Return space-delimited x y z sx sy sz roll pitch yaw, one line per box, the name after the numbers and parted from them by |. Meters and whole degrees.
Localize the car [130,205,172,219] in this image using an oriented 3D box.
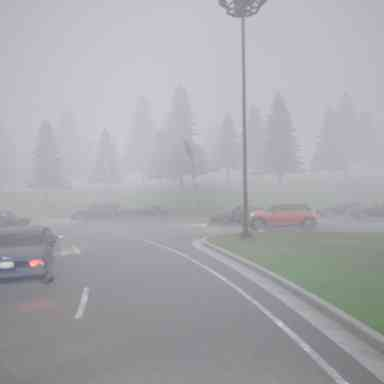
-4.422 1.948 32.527 4.718 1.301 1.895 -1 -1 4 | car

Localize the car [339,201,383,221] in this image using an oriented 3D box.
15.441 1.575 27.754 4.902 1.511 2.128 -1 -1 4 | car

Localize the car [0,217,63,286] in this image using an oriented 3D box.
-4.906 1.692 9.738 2.033 1.411 5.357 0 -1 -19 | car

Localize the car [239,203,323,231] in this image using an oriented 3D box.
5.579 1.486 21.371 4.553 1.767 2.097 -1 -1 4 | car

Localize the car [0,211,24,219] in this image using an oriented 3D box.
-13.664 1.959 22.596 4.718 1.301 1.895 -1 -1 4 | car

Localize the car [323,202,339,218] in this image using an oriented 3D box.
14.205 1.608 31.340 5.008 1.535 1.882 -1 -1 4 | car

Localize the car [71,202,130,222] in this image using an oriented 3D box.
-8.180 1.711 29.262 4.553 1.767 2.097 -1 -1 4 | car

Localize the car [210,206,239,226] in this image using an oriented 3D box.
3.997 1.733 24.976 5.357 1.411 2.033 -1 -1 4 | car
